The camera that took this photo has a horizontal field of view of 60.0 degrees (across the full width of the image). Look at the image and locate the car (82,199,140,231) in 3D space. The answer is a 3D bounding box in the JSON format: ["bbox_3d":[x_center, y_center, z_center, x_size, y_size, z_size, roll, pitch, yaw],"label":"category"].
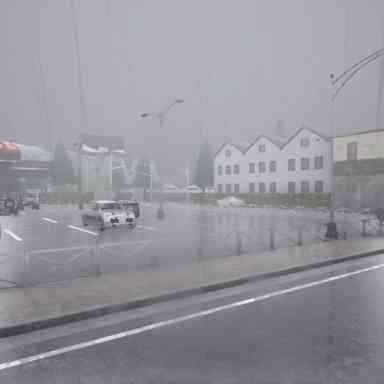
[{"bbox_3d":[-4.629,1.248,18.365,1.970,1.475,3.806,0,0,-36],"label":"car"}]

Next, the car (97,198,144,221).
[{"bbox_3d":[-5.742,1.313,26.231,2.007,1.523,4.514,0,0,-36],"label":"car"}]

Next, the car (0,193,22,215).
[{"bbox_3d":[-17.207,1.113,30.348,1.932,1.855,4.605,0,0,-36],"label":"car"}]

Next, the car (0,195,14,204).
[{"bbox_3d":[-38.404,1.495,66.658,4.611,1.667,2.242,0,0,-36],"label":"car"}]

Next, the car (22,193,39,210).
[{"bbox_3d":[-19.101,1.092,38.662,1.905,1.878,3.866,0,0,-36],"label":"car"}]

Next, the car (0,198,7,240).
[{"bbox_3d":[-9.665,1.169,14.375,2.152,1.636,5.027,0,0,-36],"label":"car"}]

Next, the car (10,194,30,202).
[{"bbox_3d":[-38.162,1.328,73.786,3.866,1.878,1.905,0,0,-36],"label":"car"}]

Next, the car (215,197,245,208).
[{"bbox_3d":[4.967,1.349,44.003,1.812,1.442,4.674,0,0,-35],"label":"car"}]
